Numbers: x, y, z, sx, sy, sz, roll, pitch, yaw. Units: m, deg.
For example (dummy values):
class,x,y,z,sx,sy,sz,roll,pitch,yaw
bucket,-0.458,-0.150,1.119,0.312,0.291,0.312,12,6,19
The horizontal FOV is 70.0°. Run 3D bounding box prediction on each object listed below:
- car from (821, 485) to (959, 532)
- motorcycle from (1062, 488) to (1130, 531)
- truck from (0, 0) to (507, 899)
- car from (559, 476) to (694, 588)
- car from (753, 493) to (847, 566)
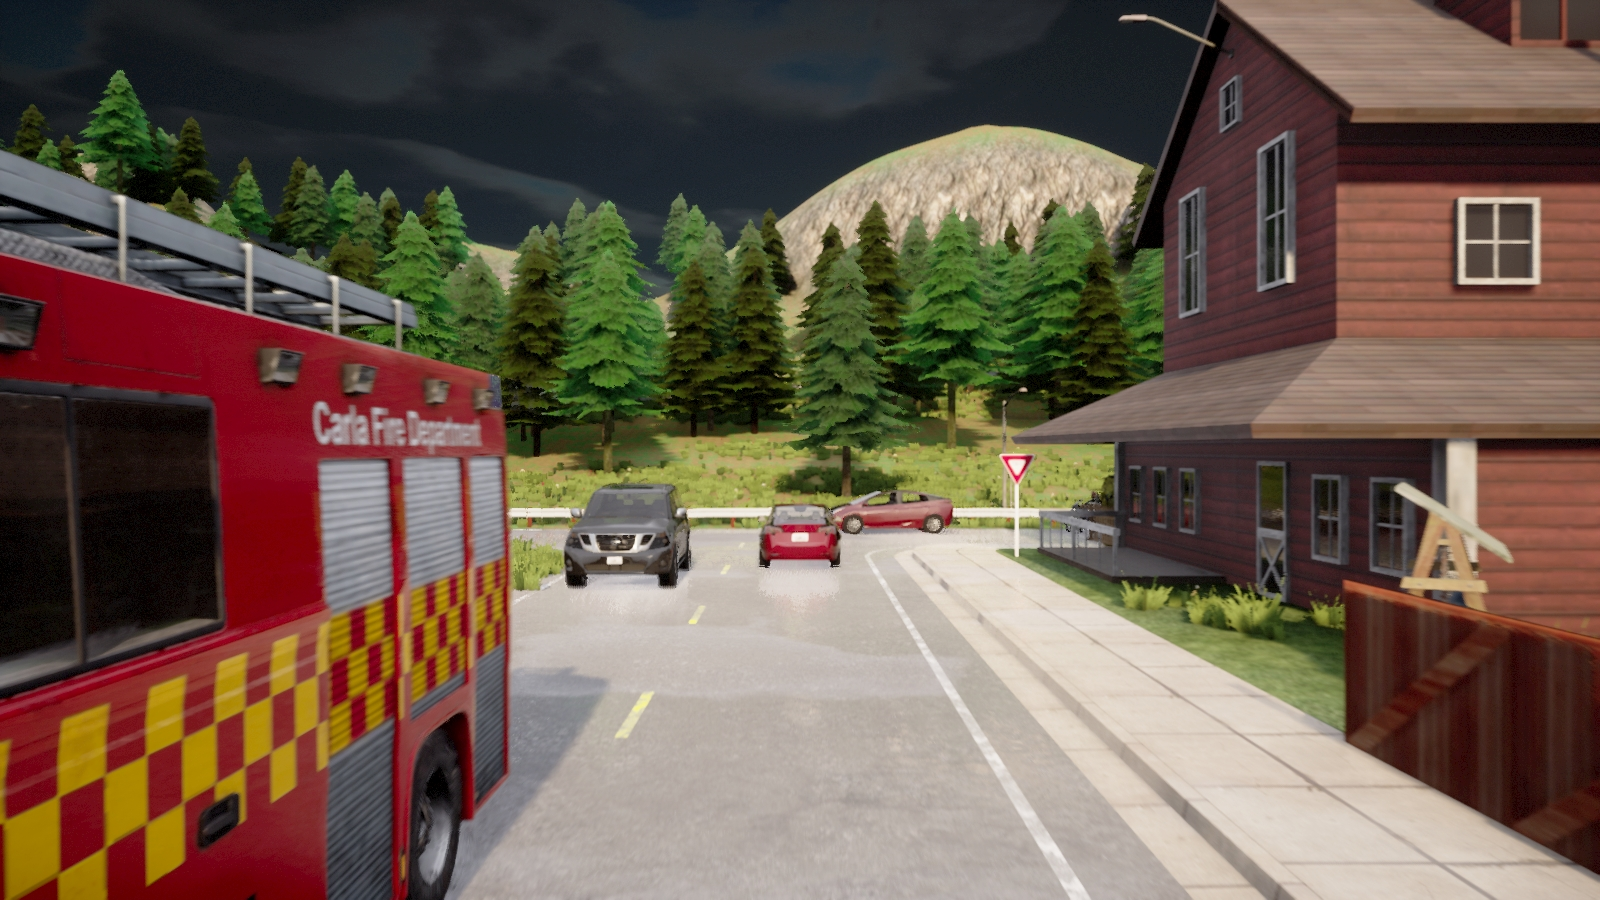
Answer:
class,x,y,z,sx,sy,sz,roll,pitch,yaw
car,3.107,2.023,40.116,4.514,1.525,2.007,0,0,-7
motorcycle,10.456,2.101,40.411,2.209,1.460,0.867,0,0,0
truck,-3.505,0.750,3.862,2.891,3.827,8.468,0,0,0
car,-3.606,1.640,24.835,2.150,2.045,5.566,0,0,-1
car,0.006,1.923,28.727,2.163,1.488,4.792,0,0,0
